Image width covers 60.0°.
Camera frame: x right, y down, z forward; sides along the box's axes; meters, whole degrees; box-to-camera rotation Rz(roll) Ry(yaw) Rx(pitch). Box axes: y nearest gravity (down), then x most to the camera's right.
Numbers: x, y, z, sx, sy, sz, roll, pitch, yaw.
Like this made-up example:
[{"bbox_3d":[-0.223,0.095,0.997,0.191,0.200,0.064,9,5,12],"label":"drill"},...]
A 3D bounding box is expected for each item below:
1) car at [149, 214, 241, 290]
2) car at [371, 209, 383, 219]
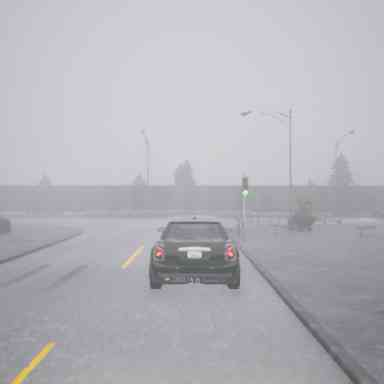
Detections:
[{"bbox_3d":[0.074,1.419,9.422,2.097,1.767,4.553,0,-1,0],"label":"car"},{"bbox_3d":[19.262,1.763,30.081,5.357,1.411,2.033,0,0,0],"label":"car"}]
